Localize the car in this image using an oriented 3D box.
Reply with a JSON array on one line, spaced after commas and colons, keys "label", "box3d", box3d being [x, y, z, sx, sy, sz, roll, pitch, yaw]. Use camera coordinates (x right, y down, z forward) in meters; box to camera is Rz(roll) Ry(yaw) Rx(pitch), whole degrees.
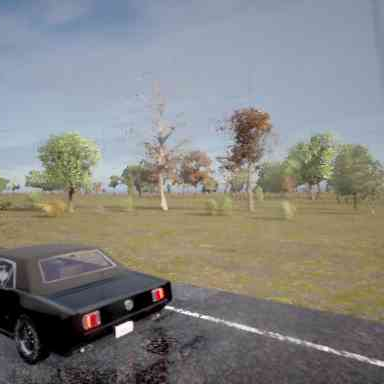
[{"label": "car", "box3d": [-2.717, 1.575, 5.811, 4.718, 1.301, 1.895, 0, 0, 36]}]
